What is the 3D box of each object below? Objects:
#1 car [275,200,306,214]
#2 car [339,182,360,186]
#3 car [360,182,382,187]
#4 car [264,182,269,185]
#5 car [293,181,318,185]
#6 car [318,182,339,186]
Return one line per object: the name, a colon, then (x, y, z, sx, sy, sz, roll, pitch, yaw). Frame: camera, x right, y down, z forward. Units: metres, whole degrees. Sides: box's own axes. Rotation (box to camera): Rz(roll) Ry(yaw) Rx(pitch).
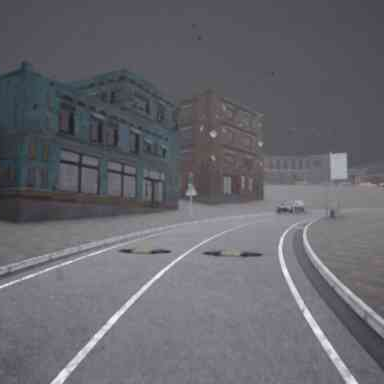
car: (11.725, 1.710, 39.512, 2.097, 1.767, 4.553, -4, -3, 42)
car: (38.084, -1.633, 82.098, 4.674, 1.452, 2.002, 1, -5, -6)
car: (43.584, -1.576, 82.830, 5.008, 1.535, 2.097, 1, -5, -8)
car: (16.178, -2.016, 80.006, 4.553, 1.767, 2.185, 0, -5, -5)
car: (27.074, -1.808, 80.985, 4.892, 1.521, 2.231, 0, -5, -5)
car: (32.570, -1.754, 81.491, 4.892, 1.521, 2.231, 1, -5, -5)
